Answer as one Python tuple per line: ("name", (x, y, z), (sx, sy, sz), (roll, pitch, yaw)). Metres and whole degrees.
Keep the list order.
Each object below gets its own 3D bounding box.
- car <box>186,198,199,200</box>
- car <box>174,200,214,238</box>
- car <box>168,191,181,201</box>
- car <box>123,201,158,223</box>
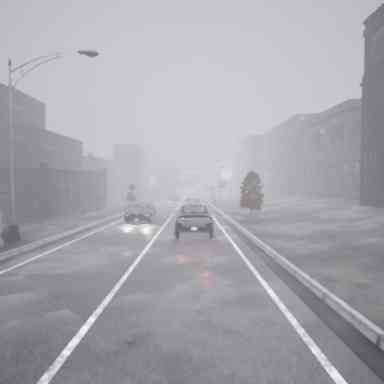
("car", (0.075, 1.306, 36.009), (2.033, 1.411, 5.357), (0, 0, 0))
("car", (0.098, 1.404, 17.279), (2.128, 1.511, 4.902), (0, 0, 0))
("car", (-3.467, 0.806, 66.244), (2.150, 2.045, 5.566), (0, 0, 0))
("car", (-3.599, 1.402, 24.249), (2.033, 1.411, 5.357), (0, 0, 0))
